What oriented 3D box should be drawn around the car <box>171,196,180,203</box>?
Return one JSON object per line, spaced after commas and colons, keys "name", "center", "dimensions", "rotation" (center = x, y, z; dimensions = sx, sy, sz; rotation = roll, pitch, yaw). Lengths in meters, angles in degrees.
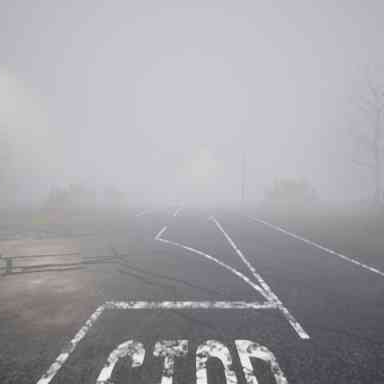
{"name": "car", "center": [-3.461, 1.569, 70.674], "dimensions": [1.895, 1.301, 4.718], "rotation": [0, 0, 0]}
